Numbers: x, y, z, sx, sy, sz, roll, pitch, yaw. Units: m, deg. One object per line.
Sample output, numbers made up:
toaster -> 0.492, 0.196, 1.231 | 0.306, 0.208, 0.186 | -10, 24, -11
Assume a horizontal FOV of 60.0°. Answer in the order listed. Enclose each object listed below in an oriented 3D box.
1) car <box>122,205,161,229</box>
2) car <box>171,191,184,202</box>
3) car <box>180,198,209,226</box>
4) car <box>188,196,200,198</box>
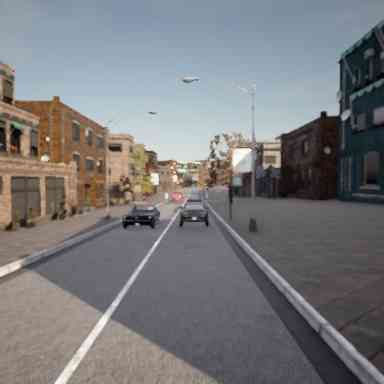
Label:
car -> -3.074, 1.491, 20.868 | 1.895, 1.301, 4.718 | 0, 0, 0
car -> -2.731, 0.811, 63.080 | 2.150, 2.045, 5.566 | 0, 1, 1
car -> 0.152, 1.404, 22.353 | 1.812, 1.442, 4.674 | 0, 0, 0
car -> 0.260, 1.215, 42.195 | 1.882, 1.535, 5.008 | 0, 0, 0
